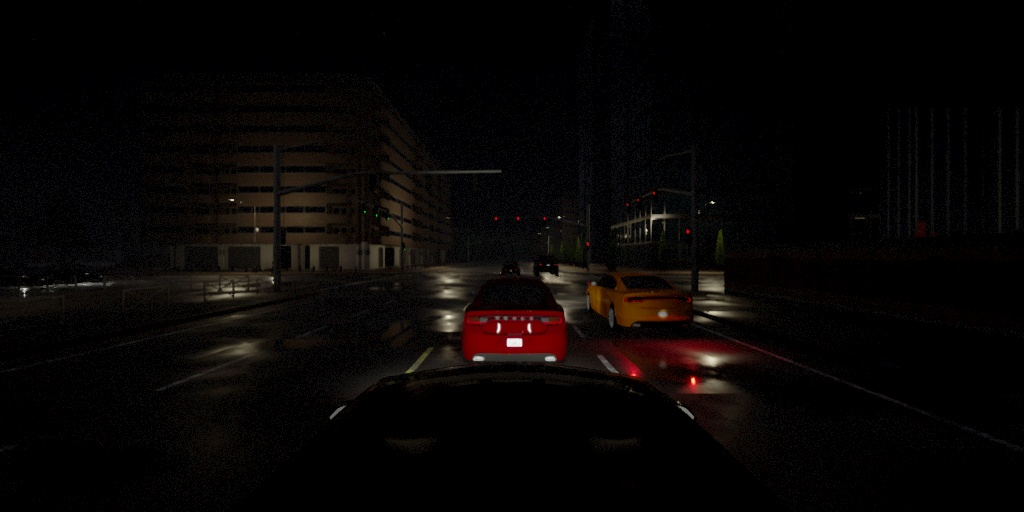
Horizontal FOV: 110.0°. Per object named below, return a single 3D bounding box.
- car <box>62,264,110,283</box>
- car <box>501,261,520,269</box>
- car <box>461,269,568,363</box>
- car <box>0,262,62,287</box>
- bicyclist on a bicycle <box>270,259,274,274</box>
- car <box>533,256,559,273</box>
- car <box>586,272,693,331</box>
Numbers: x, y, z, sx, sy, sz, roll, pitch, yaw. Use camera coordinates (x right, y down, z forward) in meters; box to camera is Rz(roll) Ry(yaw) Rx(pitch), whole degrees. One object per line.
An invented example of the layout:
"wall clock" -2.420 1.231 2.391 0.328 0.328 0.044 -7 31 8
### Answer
"car" -34.108 1.311 27.759 4.674 1.442 1.812 0 0 0
"car" -0.132 1.266 38.291 1.812 1.442 4.674 0 0 -1
"car" 0.058 1.223 8.164 1.882 1.535 5.008 0 0 0
"car" -34.080 1.313 24.259 4.674 1.442 1.812 0 0 0
"bicyclist on a bicycle" -25.540 1.077 38.694 0.582 1.620 1.656 0 0 0
"car" 3.392 0.968 36.500 2.150 2.045 5.566 0 0 -1
"car" 3.577 1.220 10.939 1.882 1.535 5.008 0 0 0
